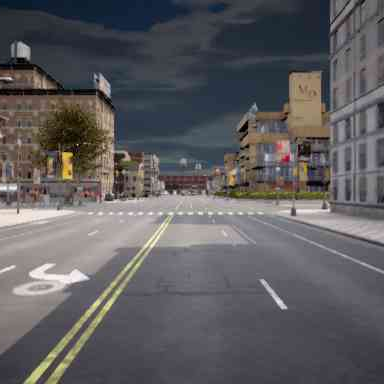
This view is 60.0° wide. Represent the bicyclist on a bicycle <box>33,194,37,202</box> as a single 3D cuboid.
[{"bbox_3d":[-31.493,1.275,66.786,0.582,1.620,1.656,0,0,0],"label":"bicyclist on a bicycle"}]
